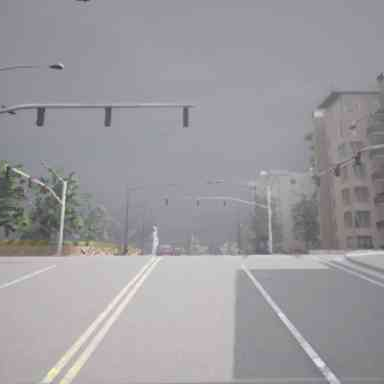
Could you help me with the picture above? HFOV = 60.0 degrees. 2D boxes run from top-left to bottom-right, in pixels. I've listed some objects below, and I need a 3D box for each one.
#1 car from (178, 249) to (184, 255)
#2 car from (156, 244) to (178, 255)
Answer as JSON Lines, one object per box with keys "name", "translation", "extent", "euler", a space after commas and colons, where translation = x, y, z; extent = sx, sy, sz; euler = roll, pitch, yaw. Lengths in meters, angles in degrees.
{"name": "car", "translation": [-2.458, 11.013, 60.452], "extent": [1.994, 1.385, 4.181], "euler": [0, -11, 1]}
{"name": "car", "translation": [-2.887, 6.604, 37.657], "extent": [1.812, 1.442, 4.674], "euler": [0, -10, 1]}
